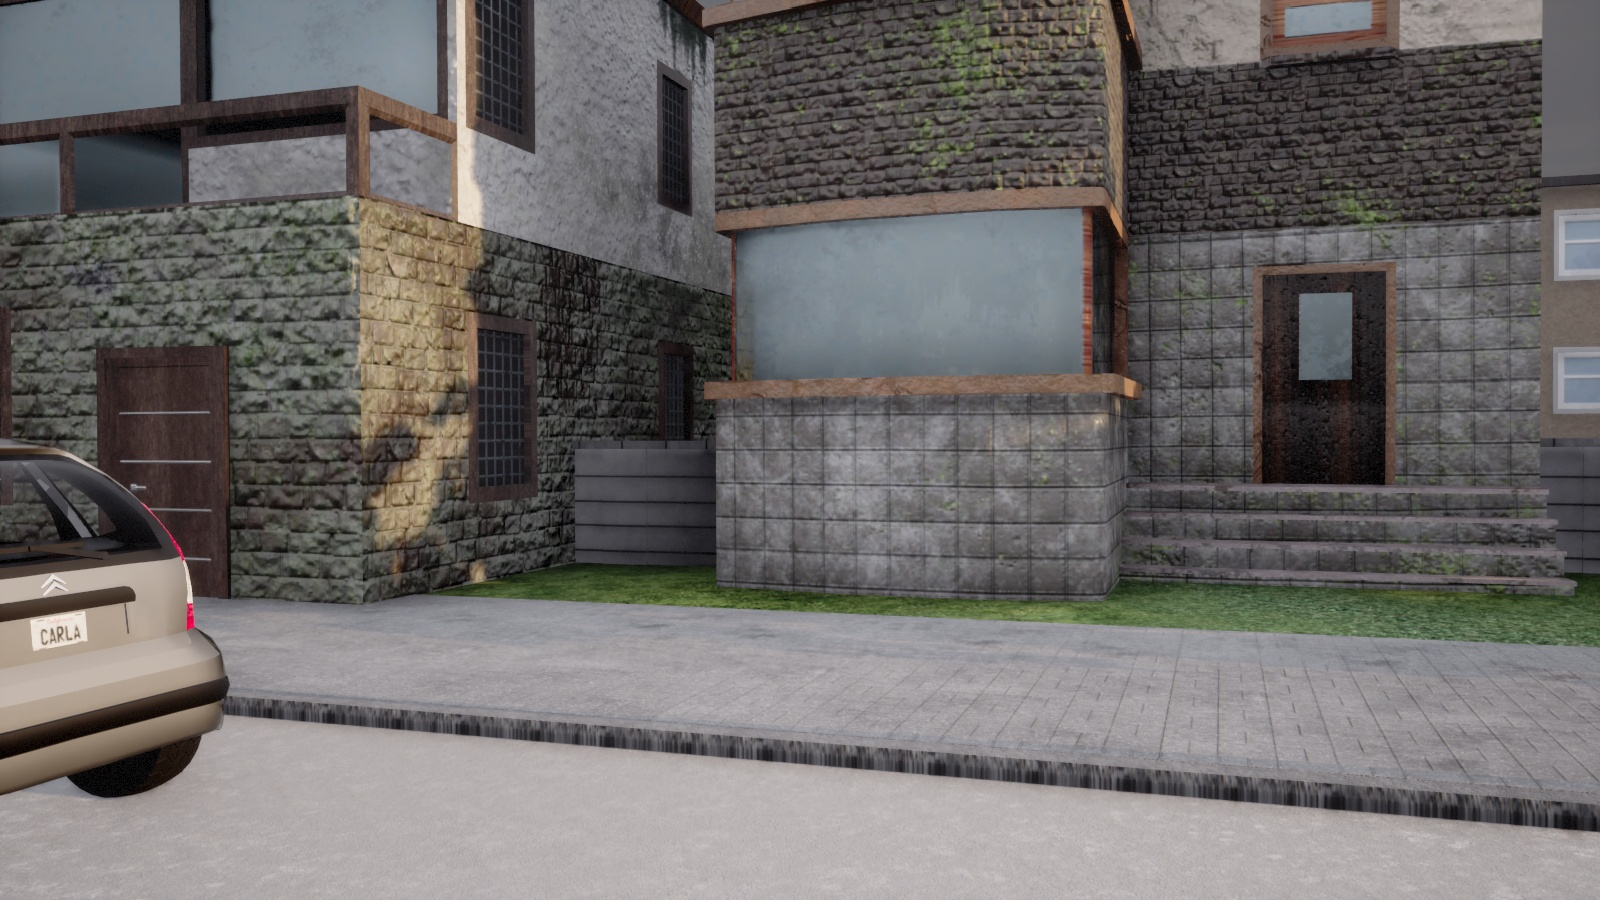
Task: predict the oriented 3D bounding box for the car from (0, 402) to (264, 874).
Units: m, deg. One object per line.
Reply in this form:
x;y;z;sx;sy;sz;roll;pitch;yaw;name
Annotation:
-4.527;0.624;5.240;3.988;1.617;1.851;1;1;19;car
